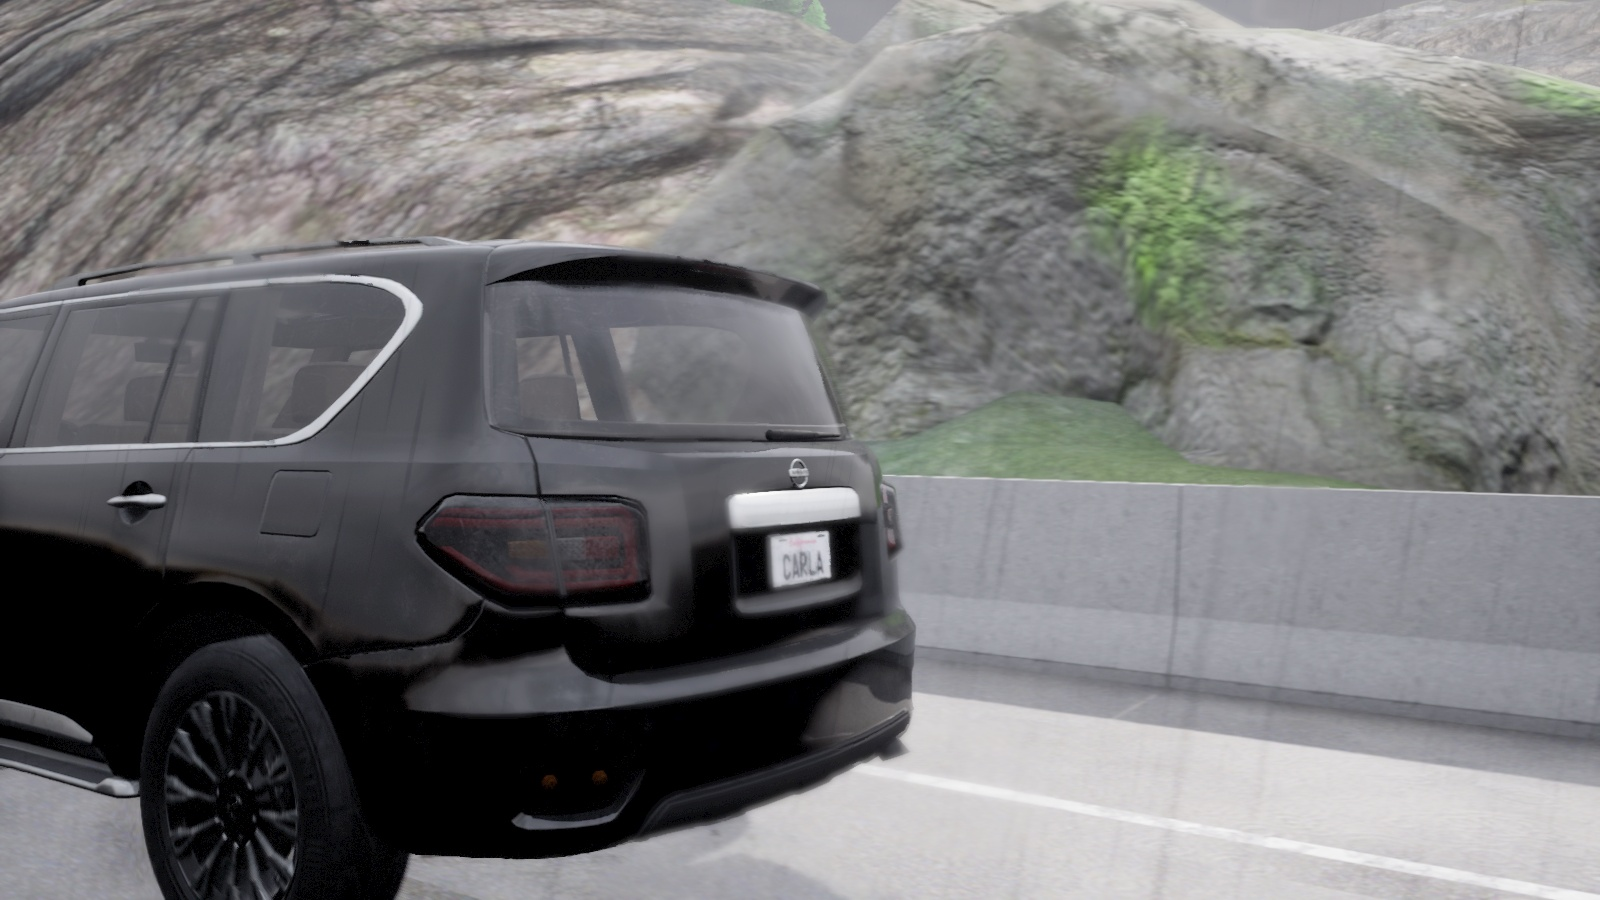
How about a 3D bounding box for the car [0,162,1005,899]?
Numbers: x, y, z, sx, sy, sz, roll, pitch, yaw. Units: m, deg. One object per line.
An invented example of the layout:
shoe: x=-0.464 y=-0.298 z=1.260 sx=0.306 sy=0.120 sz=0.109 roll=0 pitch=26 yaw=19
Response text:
car: x=-2.196 y=0.403 z=5.077 sx=5.566 sy=2.045 sz=2.150 roll=0 pitch=1 yaw=34
